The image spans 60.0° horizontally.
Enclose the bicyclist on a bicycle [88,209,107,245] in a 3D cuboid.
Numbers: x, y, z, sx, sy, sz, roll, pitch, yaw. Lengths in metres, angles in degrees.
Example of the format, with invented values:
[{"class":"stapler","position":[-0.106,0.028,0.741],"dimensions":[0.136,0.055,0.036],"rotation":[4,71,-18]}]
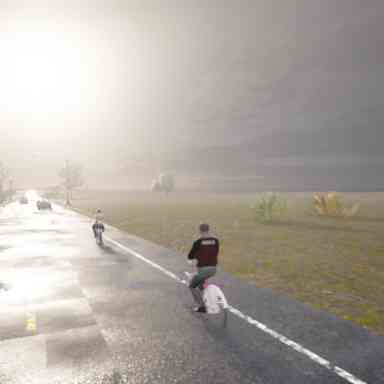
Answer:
[{"class":"bicyclist on a bicycle","position":[-4.283,1.566,15.193],"dimensions":[0.866,1.612,1.509],"rotation":[0,0,-26]}]

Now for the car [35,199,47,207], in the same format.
[{"class":"car","position":[-30.651,2.211,67.438],"dimensions":[2.033,1.411,5.357],"rotation":[0,0,-26]}]

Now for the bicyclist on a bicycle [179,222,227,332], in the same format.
[{"class":"bicyclist on a bicycle","position":[0.118,1.405,5.949],"dimensions":[0.659,1.776,1.843],"rotation":[0,0,-25]}]

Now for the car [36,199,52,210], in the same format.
[{"class":"car","position":[-23.357,2.086,52.590],"dimensions":[1.994,1.385,4.181],"rotation":[0,0,-26]}]
